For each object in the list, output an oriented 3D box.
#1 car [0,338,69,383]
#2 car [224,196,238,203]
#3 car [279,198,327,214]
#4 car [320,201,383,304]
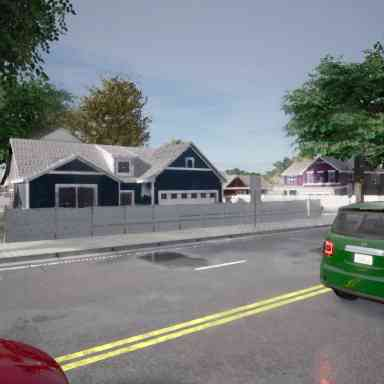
[{"bbox_3d":[-3.054,1.476,1.263,5.008,1.535,1.882,0,0,-35],"label":"car"},{"bbox_3d":[5.874,1.444,46.988,2.097,1.767,4.553,-1,0,-31],"label":"car"},{"bbox_3d":[12.201,1.494,36.926,1.882,1.535,5.008,-1,0,-33],"label":"car"},{"bbox_3d":[5.067,1.210,7.098,5.566,2.045,2.150,0,0,-35],"label":"car"}]
